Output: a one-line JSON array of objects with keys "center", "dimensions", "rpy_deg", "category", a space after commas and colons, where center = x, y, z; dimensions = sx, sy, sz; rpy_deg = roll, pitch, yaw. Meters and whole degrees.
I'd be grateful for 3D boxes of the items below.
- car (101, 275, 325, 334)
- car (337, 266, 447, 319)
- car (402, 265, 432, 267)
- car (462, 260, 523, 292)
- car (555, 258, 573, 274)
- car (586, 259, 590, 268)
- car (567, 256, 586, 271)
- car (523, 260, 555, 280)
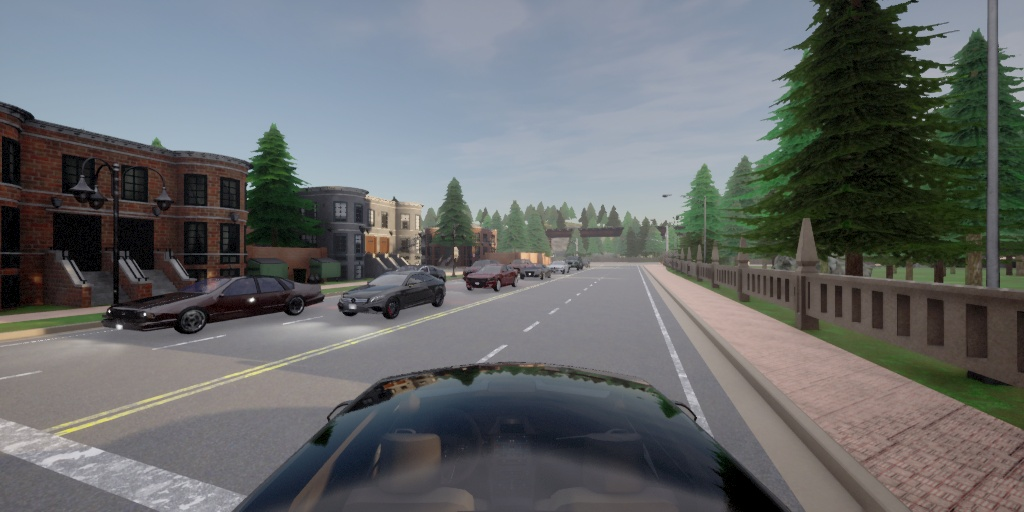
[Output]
[{"center": [-8.482, 1.297, 11.038], "dimensions": [2.033, 1.411, 5.357], "rpy_deg": [0, 0, 19], "category": "car"}, {"center": [-4.090, 1.276, 13.088], "dimensions": [1.812, 1.442, 4.674], "rpy_deg": [0, 0, 19], "category": "car"}, {"center": [-5.442, 1.242, 20.016], "dimensions": [2.128, 1.511, 4.902], "rpy_deg": [0, 0, 18], "category": "car"}, {"center": [-1.095, 1.228, 21.923], "dimensions": [1.882, 1.535, 5.008], "rpy_deg": [0, 0, 19], "category": "car"}, {"center": [5.357, 1.276, 40.960], "dimensions": [1.812, 1.442, 4.674], "rpy_deg": [0, 0, 19], "category": "car"}, {"center": [12.178, 1.255, 61.010], "dimensions": [1.837, 1.490, 4.892], "rpy_deg": [0, 0, 19], "category": "car"}, {"center": [8.711, 0.972, 50.837], "dimensions": [2.150, 2.045, 5.566], "rpy_deg": [0, 0, 19], "category": "car"}, {"center": [2.128, 1.314, 31.407], "dimensions": [1.994, 1.385, 4.181], "rpy_deg": [0, 0, 20], "category": "car"}]
